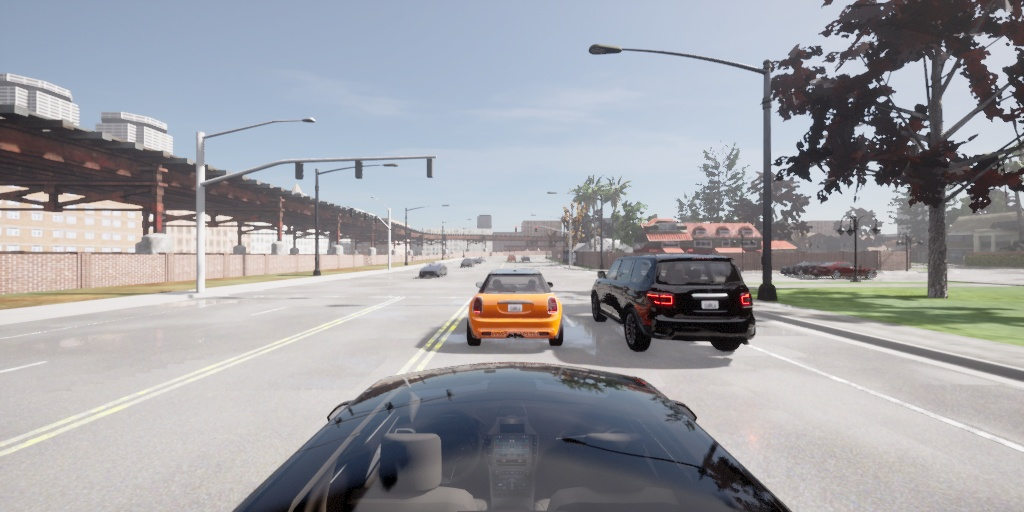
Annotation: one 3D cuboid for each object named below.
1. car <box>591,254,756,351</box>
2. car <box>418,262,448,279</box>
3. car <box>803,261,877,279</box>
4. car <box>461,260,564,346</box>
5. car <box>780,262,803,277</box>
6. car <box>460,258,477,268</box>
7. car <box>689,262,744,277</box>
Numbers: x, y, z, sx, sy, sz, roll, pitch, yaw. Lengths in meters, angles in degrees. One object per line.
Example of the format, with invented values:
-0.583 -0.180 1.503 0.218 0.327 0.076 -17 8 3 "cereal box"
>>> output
3.572 0.970 9.128 2.150 2.045 5.566 0 0 0 "car"
-7.134 1.287 33.149 2.033 1.411 5.357 0 0 0 "car"
29.050 1.224 31.502 5.008 1.535 1.882 0 0 -2 "car"
0.072 1.101 9.585 2.097 1.767 4.553 0 0 0 "car"
29.138 1.223 35.194 5.008 1.535 1.882 0 0 -2 "car"
-7.148 1.106 57.603 1.837 1.490 4.892 0 2 0 "car"
19.859 1.310 34.947 4.181 1.385 1.994 0 0 -2 "car"
